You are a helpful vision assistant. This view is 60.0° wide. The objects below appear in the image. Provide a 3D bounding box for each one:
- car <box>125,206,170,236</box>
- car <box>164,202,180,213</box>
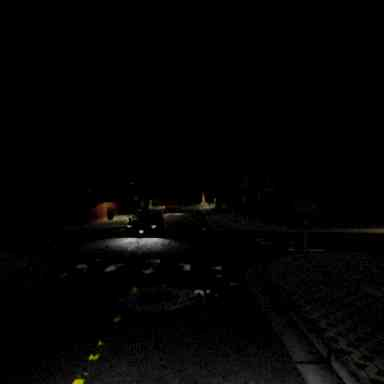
[{"bbox_3d":[-2.719,1.798,20.502,2.033,1.411,5.357,0,-1,0],"label":"car"},{"bbox_3d":[-2.683,2.058,45.553,1.882,1.535,5.008,0,-1,0],"label":"car"}]
